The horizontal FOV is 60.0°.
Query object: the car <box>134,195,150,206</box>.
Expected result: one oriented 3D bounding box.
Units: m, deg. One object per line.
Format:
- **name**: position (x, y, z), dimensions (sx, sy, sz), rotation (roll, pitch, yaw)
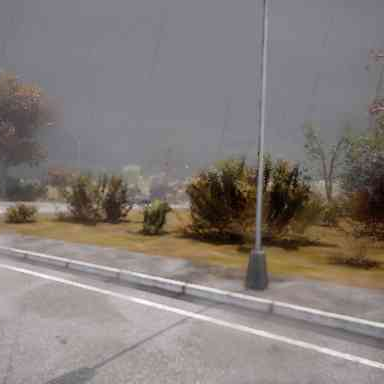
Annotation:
- **car**: position (-9.797, 1.583, 62.417), dimensions (2.150, 2.045, 5.566), rotation (2, -2, 19)
